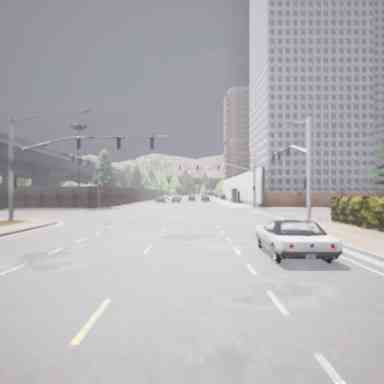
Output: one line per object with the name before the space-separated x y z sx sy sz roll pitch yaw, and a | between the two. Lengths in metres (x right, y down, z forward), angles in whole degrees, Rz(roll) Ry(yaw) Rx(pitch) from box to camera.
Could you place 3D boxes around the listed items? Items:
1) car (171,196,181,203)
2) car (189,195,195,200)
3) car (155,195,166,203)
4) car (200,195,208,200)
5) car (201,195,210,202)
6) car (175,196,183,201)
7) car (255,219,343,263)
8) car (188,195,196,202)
car | -3.516 1.694 73.198 2.128 1.511 4.902 0 0 0
car | -0.021 1.545 94.660 1.837 1.490 4.892 0 0 0
car | -7.016 1.524 73.227 2.097 1.767 4.553 0 0 0
car | 3.479 1.585 94.660 2.033 1.411 5.357 0 0 0
car | 3.481 1.686 84.437 1.837 1.490 4.892 0 0 0
car | -3.520 1.741 88.841 1.994 1.385 4.181 0 0 0
car | 3.536 1.629 12.037 1.895 1.301 4.718 0 0 0
car | -0.019 1.664 84.437 1.882 1.535 5.008 0 0 0
